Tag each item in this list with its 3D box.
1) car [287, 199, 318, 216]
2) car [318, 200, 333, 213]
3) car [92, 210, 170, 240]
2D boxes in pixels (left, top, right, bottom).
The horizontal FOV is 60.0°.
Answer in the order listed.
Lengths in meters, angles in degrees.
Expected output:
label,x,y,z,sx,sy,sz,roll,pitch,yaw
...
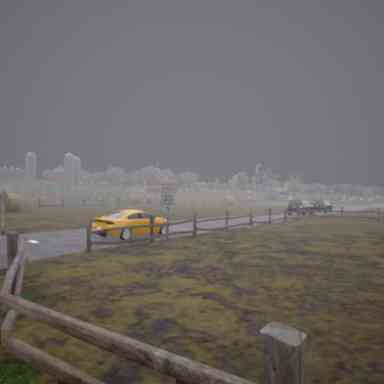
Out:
label,x,y,z,sx,sy,sz,roll,pitch,yaw
car,14.171,2.020,43.243,2.150,2.045,5.566,2,0,36
car,20.215,2.207,51.700,2.150,2.045,5.566,2,0,36
car,-3.318,1.766,19.062,1.882,1.535,5.008,2,0,36
